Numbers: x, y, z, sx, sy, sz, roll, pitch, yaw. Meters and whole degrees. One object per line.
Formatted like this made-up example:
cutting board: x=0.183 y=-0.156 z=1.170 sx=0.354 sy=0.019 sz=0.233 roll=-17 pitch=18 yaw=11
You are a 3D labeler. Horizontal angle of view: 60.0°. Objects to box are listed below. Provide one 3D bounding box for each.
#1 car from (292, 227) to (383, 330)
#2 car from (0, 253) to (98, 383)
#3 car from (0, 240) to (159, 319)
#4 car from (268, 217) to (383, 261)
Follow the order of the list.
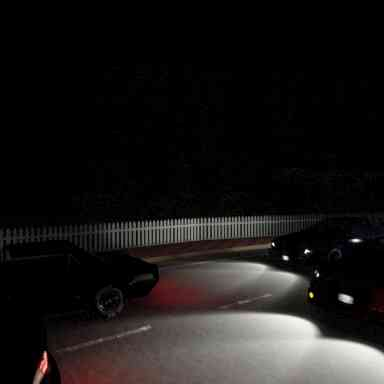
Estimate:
car: x=4.238 y=1.564 z=6.432 sx=4.181 sy=1.385 sz=1.994 roll=0 pitch=0 yaw=-30
car: x=-3.228 y=1.492 z=1.564 sx=4.902 sy=1.511 sz=2.128 roll=0 pitch=0 yaw=-35
car: x=-3.071 y=1.601 z=5.871 sx=4.718 sy=1.301 sz=1.895 roll=0 pitch=0 yaw=-34
car: x=5.130 y=1.547 z=10.952 sx=5.357 sy=1.411 sz=2.033 roll=0 pitch=0 yaw=-26
